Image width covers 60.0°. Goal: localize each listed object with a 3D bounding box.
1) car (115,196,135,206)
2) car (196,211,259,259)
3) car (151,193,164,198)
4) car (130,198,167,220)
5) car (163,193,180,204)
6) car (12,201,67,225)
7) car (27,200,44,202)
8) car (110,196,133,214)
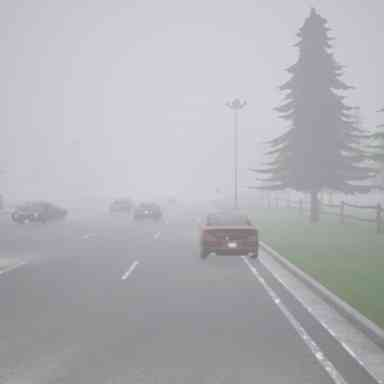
[{"bbox_3d":[-10.421,1.385,52.016,2.033,1.411,5.357,0,0,0],"label":"car"},{"bbox_3d":[1.219,1.438,12.496,1.882,1.535,5.008,0,0,0],"label":"car"},{"bbox_3d":[-6.967,1.281,71.307,2.128,1.511,4.902,0,0,0],"label":"car"},{"bbox_3d":[-3.412,1.480,26.803,1.994,1.385,4.181,0,0,0],"label":"car"},{"bbox_3d":[-3.426,1.347,56.657,1.812,1.442,4.674,0,0,0],"label":"car"},{"bbox_3d":[-10.410,1.529,23.202,1.895,1.301,4.718,0,0,0],"label":"car"},{"bbox_3d":[-13.913,1.454,30.025,2.033,1.411,5.357,0,0,0],"label":"car"},{"bbox_3d":[-6.914,1.386,33.748,2.128,1.511,4.902,0,0,0],"label":"car"}]
